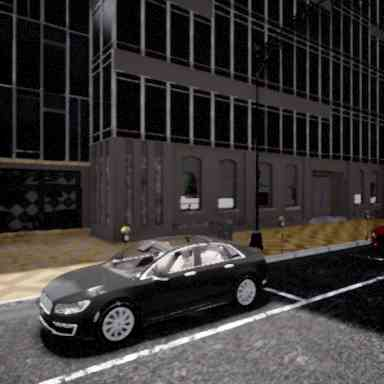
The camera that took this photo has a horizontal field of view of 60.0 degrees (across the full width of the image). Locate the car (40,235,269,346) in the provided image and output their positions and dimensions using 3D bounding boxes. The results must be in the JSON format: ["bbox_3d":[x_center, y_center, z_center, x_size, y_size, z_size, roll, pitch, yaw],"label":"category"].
[{"bbox_3d":[-0.447,1.541,6.238,4.403,1.369,2.008,0,0,-36],"label":"car"}]

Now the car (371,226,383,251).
[{"bbox_3d":[8.571,1.500,12.674,4.507,1.381,1.887,0,0,-36],"label":"car"}]
